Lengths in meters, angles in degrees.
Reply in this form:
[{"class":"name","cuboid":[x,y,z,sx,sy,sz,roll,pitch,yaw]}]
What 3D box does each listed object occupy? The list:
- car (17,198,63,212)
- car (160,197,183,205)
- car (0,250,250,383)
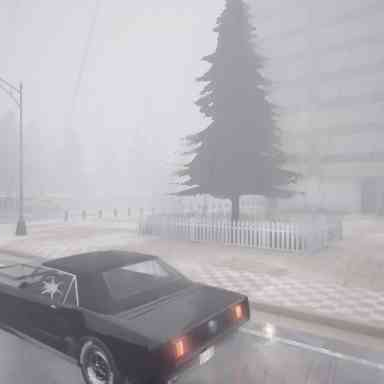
[{"class":"car","cuboid":[-17.413,1.477,38.230,1.882,1.535,5.008,0,0,36]},{"class":"car","cuboid":[-3.524,1.351,57.413,2.097,1.767,4.553,0,0,36]},{"class":"car","cuboid":[-1.622,1.601,5.166,4.718,1.301,1.895,0,0,36]}]
